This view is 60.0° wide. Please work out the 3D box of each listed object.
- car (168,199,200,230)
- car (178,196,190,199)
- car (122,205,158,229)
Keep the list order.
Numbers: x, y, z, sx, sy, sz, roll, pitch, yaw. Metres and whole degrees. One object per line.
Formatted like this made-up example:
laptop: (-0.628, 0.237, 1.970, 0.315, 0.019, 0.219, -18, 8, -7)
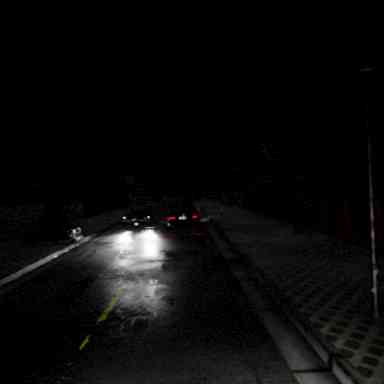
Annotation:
car: (-0.496, 1.396, 20.047, 2.033, 1.411, 5.357, -3, 0, -1)
car: (-0.912, 1.266, 37.869, 2.128, 1.511, 4.902, -3, 0, -1)
car: (-3.374, 1.581, 21.988, 1.895, 1.301, 4.718, -3, 0, -1)
